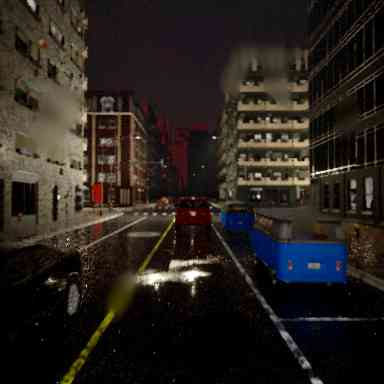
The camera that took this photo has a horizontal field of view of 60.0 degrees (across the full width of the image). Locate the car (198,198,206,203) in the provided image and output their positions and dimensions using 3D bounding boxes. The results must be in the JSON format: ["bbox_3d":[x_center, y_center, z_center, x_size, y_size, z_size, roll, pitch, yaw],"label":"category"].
[{"bbox_3d":[2.581,2.171,86.463,1.947,1.339,4.313,1,0,0],"label":"car"}]

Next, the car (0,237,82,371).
[{"bbox_3d":[-3.104,1.510,4.623,1.882,1.535,5.008,0,0,0],"label":"car"}]

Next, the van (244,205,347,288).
[{"bbox_3d":[2.696,1.405,9.182,1.690,1.788,3.998,1,0,0],"label":"van"}]

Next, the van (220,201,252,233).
[{"bbox_3d":[2.680,1.481,20.199,1.690,1.788,3.998,1,0,0],"label":"van"}]

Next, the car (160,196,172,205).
[{"bbox_3d":[-5.778,1.838,75.024,2.192,1.841,5.009,1,0,0],"label":"car"}]

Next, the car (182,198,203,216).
[{"bbox_3d":[0.048,1.606,36.593,2.097,1.767,4.553,0,0,0],"label":"car"}]

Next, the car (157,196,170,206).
[{"bbox_3d":[-5.767,2.025,63.653,1.802,1.307,4.206,1,0,0],"label":"car"}]

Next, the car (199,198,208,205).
[{"bbox_3d":[2.597,2.050,75.265,1.752,1.417,4.829,1,0,0],"label":"car"}]

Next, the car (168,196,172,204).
[{"bbox_3d":[-5.774,2.007,69.167,1.752,1.417,4.829,1,0,0],"label":"car"}]

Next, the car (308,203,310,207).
[{"bbox_3d":[17.123,1.695,42.354,4.507,1.381,1.887,0,-1,0],"label":"car"}]

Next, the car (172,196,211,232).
[{"bbox_3d":[0.070,1.371,21.592,2.150,2.045,5.566,0,0,0],"label":"car"}]

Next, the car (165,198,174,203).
[{"bbox_3d":[-5.799,2.155,86.391,2.008,1.369,4.403,1,0,0],"label":"car"}]
